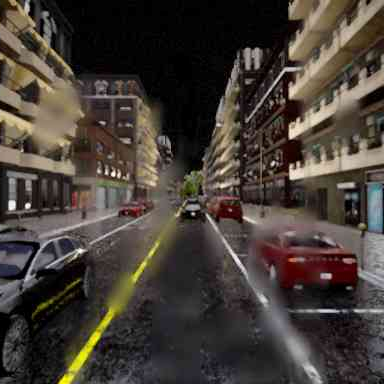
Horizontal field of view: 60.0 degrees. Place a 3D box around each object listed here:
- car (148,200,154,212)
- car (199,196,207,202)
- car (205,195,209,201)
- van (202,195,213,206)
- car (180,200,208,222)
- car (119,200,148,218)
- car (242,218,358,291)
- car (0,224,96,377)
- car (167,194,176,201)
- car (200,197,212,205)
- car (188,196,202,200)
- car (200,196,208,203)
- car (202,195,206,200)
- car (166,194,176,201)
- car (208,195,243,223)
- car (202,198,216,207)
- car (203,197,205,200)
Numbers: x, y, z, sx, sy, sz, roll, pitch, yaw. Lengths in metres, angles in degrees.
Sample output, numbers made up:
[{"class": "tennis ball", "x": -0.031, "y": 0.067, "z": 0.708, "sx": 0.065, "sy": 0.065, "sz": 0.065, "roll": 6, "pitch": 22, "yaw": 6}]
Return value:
[{"class": "car", "x": -5.688, "y": 1.644, "z": 36.816, "sx": 1.802, "sy": 1.307, "sz": 4.206, "roll": 1, "pitch": 0, "yaw": 0}, {"class": "car", "x": 2.681, "y": 1.722, "z": 81.348, "sx": 1.802, "sy": 1.307, "sz": 4.206, "roll": 1, "pitch": 0, "yaw": 0}, {"class": "car", "x": 2.697, "y": 1.367, "z": 31.207, "sx": 2.192, "sy": 1.841, "sz": 5.009, "roll": 1, "pitch": 0, "yaw": 0}, {"class": "van", "x": 2.690, "y": 1.442, "z": 59.063, "sx": 1.690, "sy": 1.788, "sz": 3.998, "roll": 1, "pitch": 0, "yaw": 0}, {"class": "car", "x": 0.094, "y": 1.608, "z": 26.877, "sx": 1.994, "sy": 1.385, "sz": 4.181, "roll": 0, "pitch": 0, "yaw": 0}, {"class": "car", "x": -5.687, "y": 1.597, "z": 31.246, "sx": 1.887, "sy": 1.381, "sz": 4.507, "roll": 1, "pitch": 0, "yaw": 0}, {"class": "car", "x": 2.699, "y": 1.560, "z": 8.923, "sx": 1.887, "sy": 1.381, "sz": 4.507, "roll": 1, "pitch": 0, "yaw": 0}, {"class": "car", "x": -3.076, "y": 1.501, "z": 5.636, "sx": 2.128, "sy": 1.511, "sz": 4.902, "roll": 0, "pitch": 0, "yaw": 0}, {"class": "car", "x": -5.697, "y": 1.475, "z": 92.528, "sx": 2.192, "sy": 1.841, "sz": 5.009, "roll": 1, "pitch": 0, "yaw": 0}, {"class": "car", "x": 2.686, "y": 1.661, "z": 64.634, "sx": 2.008, "sy": 1.369, "sz": 4.403, "roll": 1, "pitch": 0, "yaw": 0}, {"class": "car", "x": 0.089, "y": 1.582, "z": 45.616, "sx": 1.837, "sy": 1.490, "sz": 4.892, "roll": 0, "pitch": 0, "yaw": 0}, {"class": "car", "x": 2.683, "y": 1.656, "z": 75.946, "sx": 1.752, "sy": 1.417, "sz": 4.829, "roll": 1, "pitch": 0, "yaw": 0}, {"class": "car", "x": 2.693, "y": 1.396, "z": 47.921, "sx": 2.192, "sy": 1.841, "sz": 5.009, "roll": 1, "pitch": 0, "yaw": 0}, {"class": "car", "x": -5.700, "y": 1.716, "z": 86.957, "sx": 1.947, "sy": 1.339, "sz": 4.313, "roll": 1, "pitch": 0, "yaw": 0}, {"class": "car", "x": 2.698, "y": 1.358, "z": 25.637, "sx": 2.192, "sy": 1.841, "sz": 5.009, "roll": 1, "pitch": 0, "yaw": 0}, {"class": "car", "x": 2.688, "y": 1.636, "z": 53.492, "sx": 1.887, "sy": 1.381, "sz": 4.507, "roll": 1, "pitch": 0, "yaw": 0}, {"class": "car", "x": 2.691, "y": 1.597, "z": 42.519, "sx": 1.752, "sy": 1.417, "sz": 4.829, "roll": 1, "pitch": 0, "yaw": 0}]
